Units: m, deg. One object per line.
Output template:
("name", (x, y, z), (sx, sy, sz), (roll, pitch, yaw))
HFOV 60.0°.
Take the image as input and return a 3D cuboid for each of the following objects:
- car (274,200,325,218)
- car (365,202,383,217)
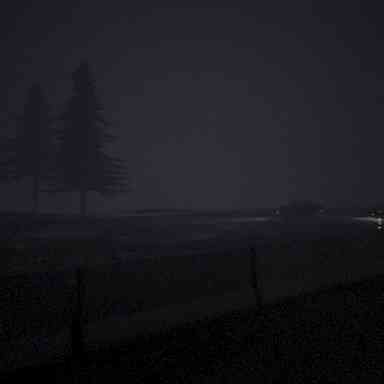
("car", (9.567, 1.486, 29.609), (4.902, 1.511, 2.128), (0, 0, -26))
("car", (17.975, 1.556, 29.752), (5.357, 1.411, 2.033), (0, 0, -25))
